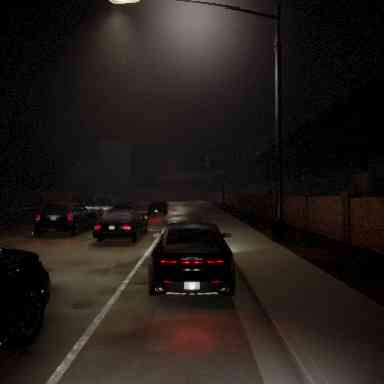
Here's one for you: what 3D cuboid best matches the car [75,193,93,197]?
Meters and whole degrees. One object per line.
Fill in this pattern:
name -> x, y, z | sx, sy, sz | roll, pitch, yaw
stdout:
car -> -17.433, 1.246, 53.670 | 2.150, 2.045, 5.566 | 0, 0, 0

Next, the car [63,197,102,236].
car -> -6.852, 1.359, 18.624 | 2.097, 1.767, 4.553 | 0, 0, 0

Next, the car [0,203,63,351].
car -> -3.396, 1.224, 3.070 | 2.150, 2.045, 5.566 | 0, 0, 0

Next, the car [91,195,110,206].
car -> -13.943, 1.529, 52.476 | 1.837, 1.490, 4.892 | 0, 0, 0

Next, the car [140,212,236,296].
car -> 0.000, 1.508, 8.652 | 1.837, 1.490, 4.892 | 0, 0, 0

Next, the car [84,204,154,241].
car -> -3.368, 1.555, 16.532 | 2.033, 1.411, 5.357 | 0, 0, 0

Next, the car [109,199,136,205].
car -> -6.848, 1.540, 34.342 | 1.812, 1.442, 4.674 | 0, 0, 0

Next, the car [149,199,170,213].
car -> -3.351, 1.520, 33.707 | 1.837, 1.490, 4.892 | 0, 0, 0
